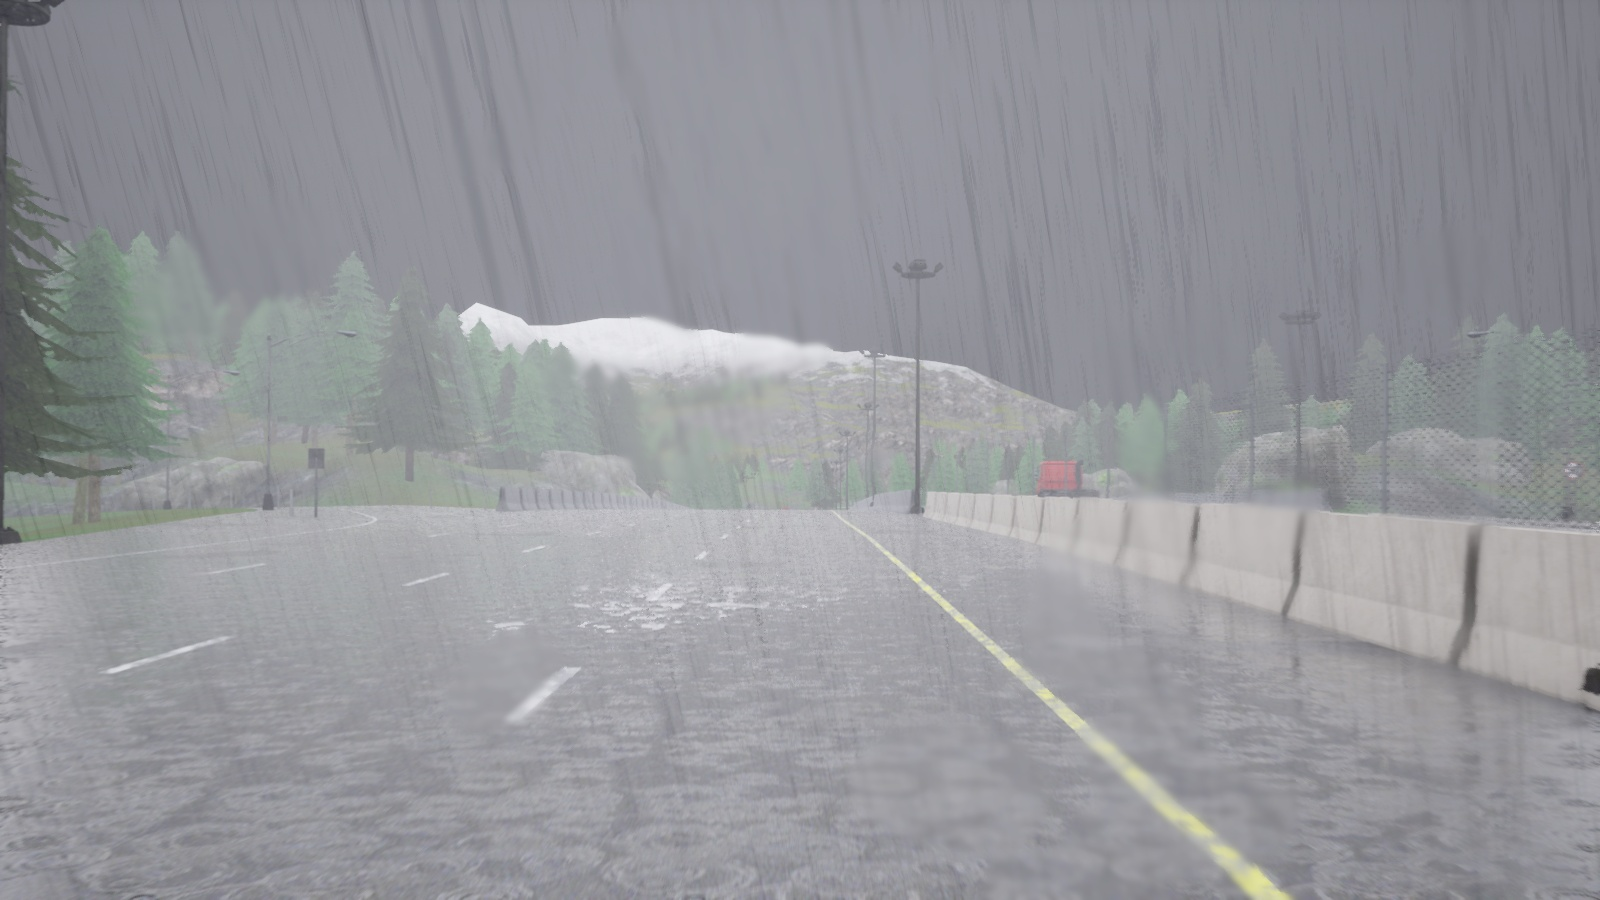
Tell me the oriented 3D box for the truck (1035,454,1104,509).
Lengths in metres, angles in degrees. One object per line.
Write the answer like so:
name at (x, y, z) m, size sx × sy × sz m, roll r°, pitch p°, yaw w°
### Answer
truck at (17.737, 2.160, 83.069) m, size 2.891 × 3.462 × 7.936 m, roll 0°, pitch -3°, yaw 1°
